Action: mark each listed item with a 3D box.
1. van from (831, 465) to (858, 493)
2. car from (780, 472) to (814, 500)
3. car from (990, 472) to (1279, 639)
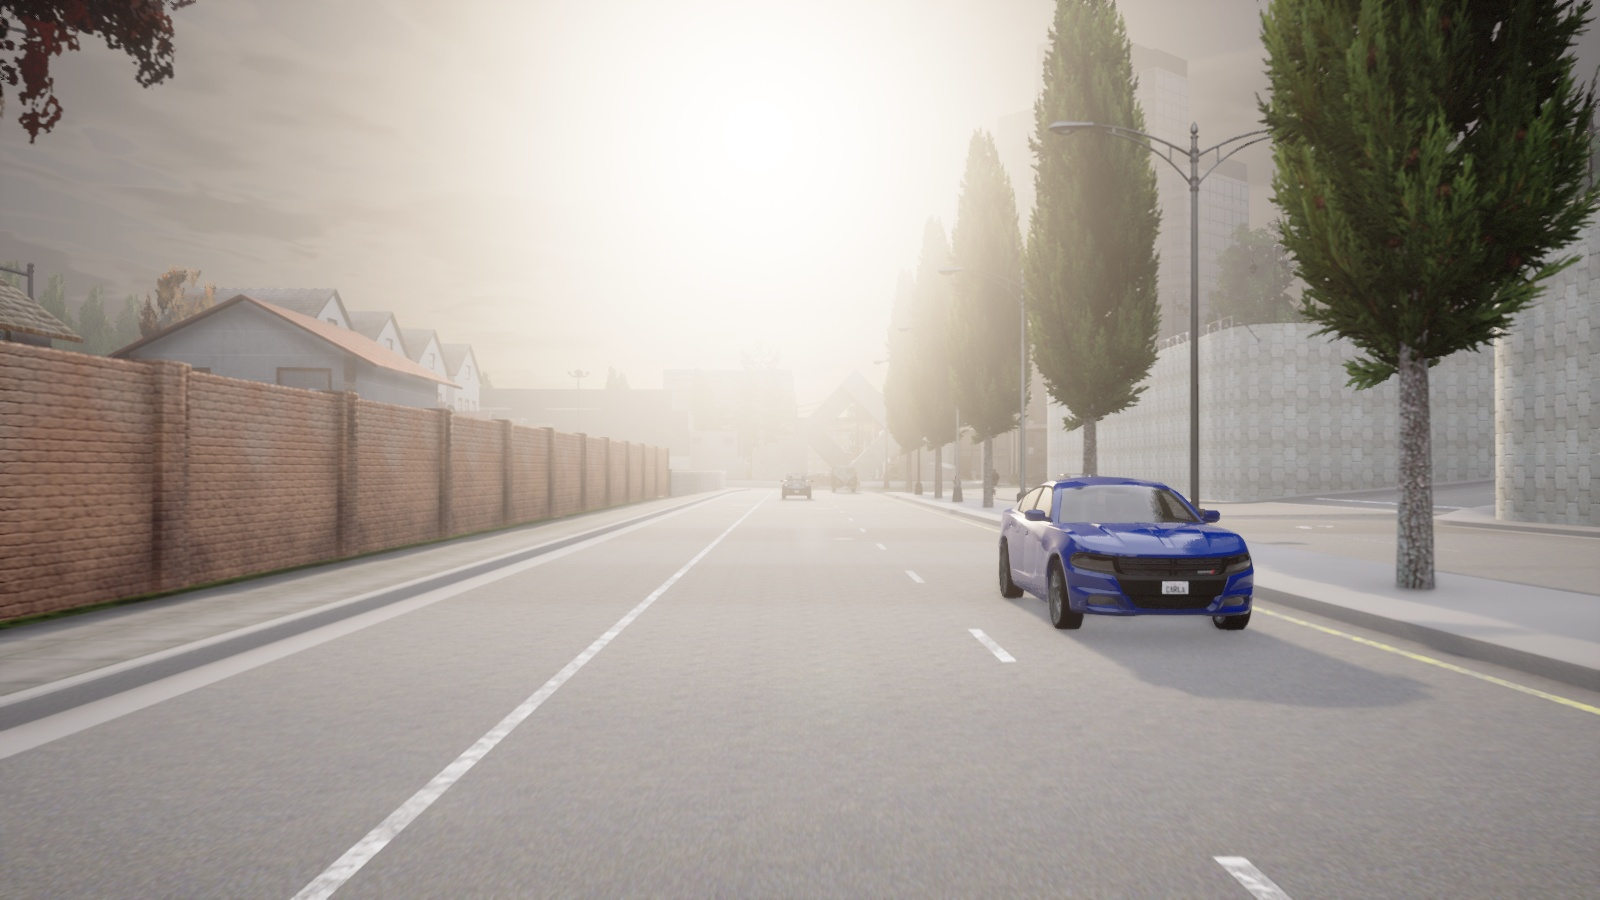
[{"bbox_3d":[3.245,2.105,92.633,1.775,1.987,4.442,0,-1,-1],"label":"van"},{"bbox_3d":[-0.170,2.009,70.445,1.845,1.501,3.633,0,-1,0],"label":"car"},{"bbox_3d":[3.466,1.014,14.089,1.882,1.535,5.008,0,-1,0],"label":"car"}]
